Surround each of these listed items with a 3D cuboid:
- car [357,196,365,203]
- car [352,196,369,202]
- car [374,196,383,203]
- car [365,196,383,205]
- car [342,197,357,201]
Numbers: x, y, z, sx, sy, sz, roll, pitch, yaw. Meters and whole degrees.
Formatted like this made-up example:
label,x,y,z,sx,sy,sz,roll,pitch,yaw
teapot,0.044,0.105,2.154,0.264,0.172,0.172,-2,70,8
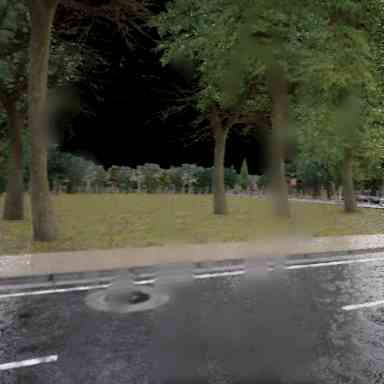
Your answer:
label,x,y,z,sx,sy,sz,roll,pitch,yaw
car,38.417,1.683,71.879,2.128,1.511,4.902,0,0,1
car,41.759,1.687,82.422,1.812,1.442,4.674,0,0,1
car,41.669,1.709,72.151,1.812,1.442,4.674,0,0,1
car,35.079,1.683,61.882,2.128,1.511,4.902,0,0,1
car,38.507,1.730,82.294,1.895,1.301,4.718,0,0,1
